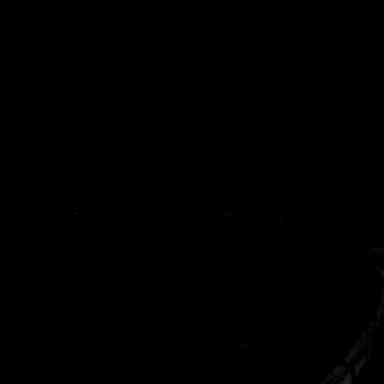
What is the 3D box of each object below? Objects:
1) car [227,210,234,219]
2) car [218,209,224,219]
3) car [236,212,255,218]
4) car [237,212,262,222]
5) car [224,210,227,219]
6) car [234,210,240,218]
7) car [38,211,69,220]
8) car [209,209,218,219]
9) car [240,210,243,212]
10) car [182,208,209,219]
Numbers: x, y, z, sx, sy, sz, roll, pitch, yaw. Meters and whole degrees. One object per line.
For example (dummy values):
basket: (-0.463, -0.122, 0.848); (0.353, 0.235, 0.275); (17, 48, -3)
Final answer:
car: (6.250, 5.283, 76.528); (5.366, 1.575, 1.946); (1, -3, 11)
car: (3.432, 4.632, 71.428); (5.566, 2.045, 2.435); (1, -4, 11)
car: (14.233, 6.150, 89.144); (4.892, 1.521, 2.231); (1, -3, 12)
car: (10.078, 4.597, 58.148); (1.895, 1.301, 4.718); (1, -3, 29)
car: (4.883, 4.963, 73.974); (4.553, 1.767, 2.185); (1, -4, 11)
car: (8.013, 5.233, 79.055); (5.566, 2.045, 2.435); (1, -4, 11)
car: (-17.643, 3.006, 43.740); (4.902, 1.511, 2.128); (0, -3, 2)
car: (1.866, 4.422, 68.875); (5.566, 2.045, 2.435); (1, -3, 10)
car: (9.559, 5.539, 81.575); (4.553, 1.767, 2.185); (1, -3, 11)
car: (0.392, 4.467, 66.295); (4.892, 1.521, 2.231); (1, -3, 10)
